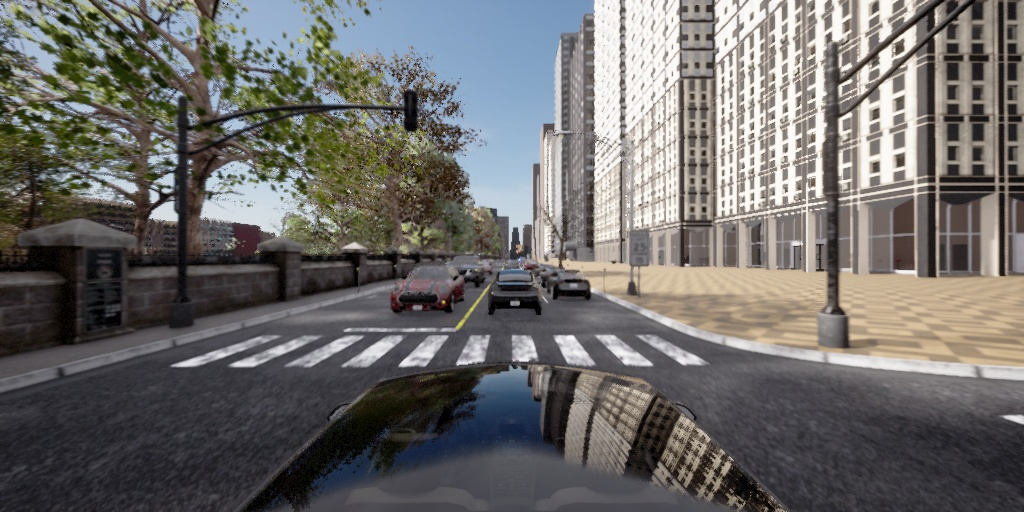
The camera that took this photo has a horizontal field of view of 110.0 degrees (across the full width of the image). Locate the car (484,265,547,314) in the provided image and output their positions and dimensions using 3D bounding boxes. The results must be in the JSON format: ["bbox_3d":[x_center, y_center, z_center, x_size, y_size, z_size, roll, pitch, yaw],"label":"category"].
[{"bbox_3d":[0.098,1.255,13.789,1.837,1.490,4.892,0,0,0],"label":"car"}]

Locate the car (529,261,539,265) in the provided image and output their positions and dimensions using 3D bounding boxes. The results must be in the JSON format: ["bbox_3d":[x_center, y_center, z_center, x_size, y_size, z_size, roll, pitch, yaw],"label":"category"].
[{"bbox_3d":[2.685,1.320,28.924,1.948,1.339,4.313,0,0,0],"label":"car"}]

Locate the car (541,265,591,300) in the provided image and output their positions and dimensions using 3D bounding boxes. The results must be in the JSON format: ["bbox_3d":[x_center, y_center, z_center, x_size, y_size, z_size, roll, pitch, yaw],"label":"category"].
[{"bbox_3d":[2.686,1.317,17.659,1.948,1.339,4.313,0,0,0],"label":"car"}]

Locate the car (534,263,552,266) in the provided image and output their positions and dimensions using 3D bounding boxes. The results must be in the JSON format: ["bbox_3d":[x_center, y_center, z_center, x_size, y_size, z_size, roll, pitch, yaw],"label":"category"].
[{"bbox_3d":[2.686,1.318,23.291,1.948,1.339,4.313,0,0,0],"label":"car"}]

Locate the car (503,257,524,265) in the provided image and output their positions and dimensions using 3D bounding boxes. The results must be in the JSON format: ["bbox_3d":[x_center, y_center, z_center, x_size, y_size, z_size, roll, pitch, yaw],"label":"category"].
[{"bbox_3d":[-0.008,1.255,44.494,2.128,1.511,4.902,0,0,0],"label":"car"}]

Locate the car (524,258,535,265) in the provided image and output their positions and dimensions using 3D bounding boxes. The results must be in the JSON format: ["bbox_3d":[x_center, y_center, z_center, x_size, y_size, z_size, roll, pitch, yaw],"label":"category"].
[{"bbox_3d":[2.684,1.310,45.821,1.888,1.381,4.507,0,0,0],"label":"car"}]

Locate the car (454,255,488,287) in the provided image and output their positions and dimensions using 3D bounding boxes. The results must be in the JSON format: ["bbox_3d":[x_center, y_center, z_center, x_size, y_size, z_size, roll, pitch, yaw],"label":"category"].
[{"bbox_3d":[-3.087,0.974,24.541,2.150,2.045,5.566,0,0,0],"label":"car"}]

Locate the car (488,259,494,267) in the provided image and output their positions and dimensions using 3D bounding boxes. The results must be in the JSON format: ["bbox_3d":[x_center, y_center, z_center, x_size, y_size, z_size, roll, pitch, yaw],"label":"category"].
[{"bbox_3d":[-3.050,1.285,38.274,1.812,1.442,4.674,0,0,0],"label":"car"}]

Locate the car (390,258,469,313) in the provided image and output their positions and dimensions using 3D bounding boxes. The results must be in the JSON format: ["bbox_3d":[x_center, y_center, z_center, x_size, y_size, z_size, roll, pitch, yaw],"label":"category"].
[{"bbox_3d":[-3.095,1.103,14.005,2.097,1.767,4.553,0,0,0],"label":"car"}]
